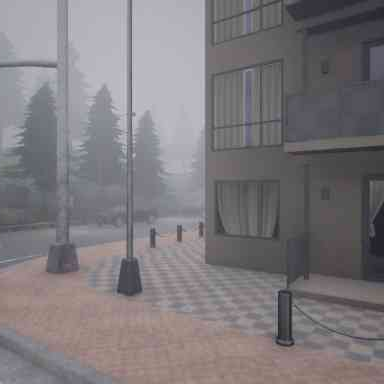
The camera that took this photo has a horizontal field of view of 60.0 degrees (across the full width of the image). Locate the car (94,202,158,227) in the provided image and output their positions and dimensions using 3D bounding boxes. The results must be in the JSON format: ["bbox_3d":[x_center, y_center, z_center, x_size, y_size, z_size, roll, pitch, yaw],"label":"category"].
[{"bbox_3d":[-4.477,1.493,23.122,1.882,1.535,5.008,0,0,35],"label":"car"}]

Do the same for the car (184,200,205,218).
[{"bbox_3d":[1.188,1.493,31.278,1.882,1.535,5.008,0,0,35],"label":"car"}]
